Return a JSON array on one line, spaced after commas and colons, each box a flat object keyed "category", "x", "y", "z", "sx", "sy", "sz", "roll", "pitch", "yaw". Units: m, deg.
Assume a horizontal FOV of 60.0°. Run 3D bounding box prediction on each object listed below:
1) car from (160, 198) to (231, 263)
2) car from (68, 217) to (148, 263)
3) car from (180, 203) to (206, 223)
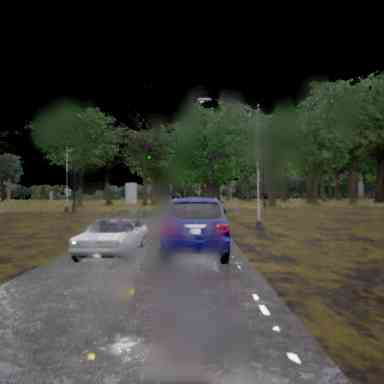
[{"category": "car", "x": 0.097, "y": 1.230, "z": 12.136, "sx": 2.150, "sy": 2.045, "sz": 5.566, "roll": 0, "pitch": 0, "yaw": 0}, {"category": "car", "x": -2.841, "y": 1.611, "z": 12.158, "sx": 1.895, "sy": 1.301, "sz": 4.718, "roll": 0, "pitch": 0, "yaw": 0}, {"category": "car", "x": 0.012, "y": 1.636, "z": 26.672, "sx": 1.895, "sy": 1.301, "sz": 4.718, "roll": 0, "pitch": 0, "yaw": -2}]
